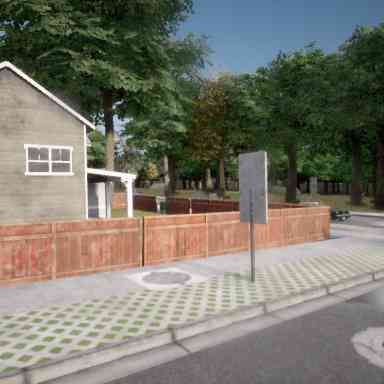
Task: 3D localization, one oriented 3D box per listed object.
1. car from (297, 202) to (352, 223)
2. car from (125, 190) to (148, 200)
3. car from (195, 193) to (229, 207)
[{"bbox_3d":[8.806,1.378,23.842,1.895,1.301,4.718,-2,2,-35],"label":"car"},{"bbox_3d":[-8.042,0.518,47.832,1.882,1.535,5.008,-2,3,-35],"label":"car"},{"bbox_3d":[1.986,0.888,33.517,2.097,1.767,4.553,-2,2,-35],"label":"car"}]
